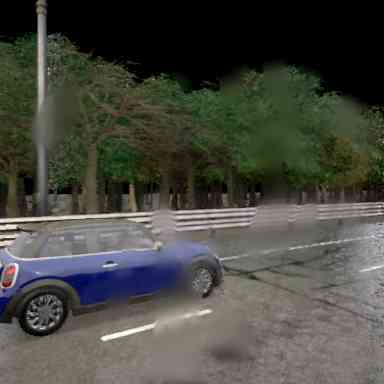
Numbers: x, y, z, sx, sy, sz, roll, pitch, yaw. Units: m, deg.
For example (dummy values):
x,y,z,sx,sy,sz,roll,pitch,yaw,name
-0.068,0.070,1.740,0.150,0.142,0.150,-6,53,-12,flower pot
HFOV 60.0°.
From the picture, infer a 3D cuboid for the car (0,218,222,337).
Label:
x,y,z,sx,sy,sz,roll,pitch,yaw,name
-1.545,1.334,6.882,4.553,1.767,2.097,0,0,-35,car
